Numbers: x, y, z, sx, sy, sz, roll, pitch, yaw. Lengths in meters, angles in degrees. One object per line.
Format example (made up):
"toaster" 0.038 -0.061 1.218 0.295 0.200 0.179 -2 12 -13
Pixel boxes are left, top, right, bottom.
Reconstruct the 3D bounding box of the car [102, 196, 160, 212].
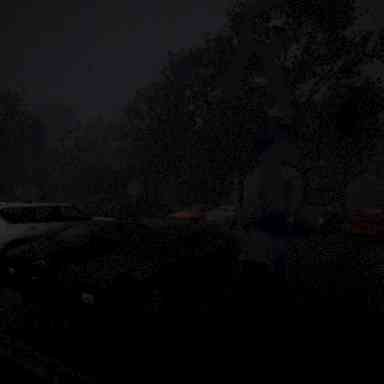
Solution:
"car" -4.074 1.321 27.074 2.435 2.045 5.566 0 0 36

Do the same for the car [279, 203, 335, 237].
"car" 7.034 1.475 19.013 2.185 1.767 4.553 0 0 36

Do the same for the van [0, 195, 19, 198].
"van" -19.708 1.390 38.533 1.878 1.987 4.442 0 0 36

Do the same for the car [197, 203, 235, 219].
"car" 2.631 1.629 22.167 2.002 1.452 4.674 0 0 36

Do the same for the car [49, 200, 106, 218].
"car" -10.899 1.593 32.030 2.163 1.488 4.792 0 0 36

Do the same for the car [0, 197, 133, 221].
"car" -5.044 1.345 11.615 2.435 2.045 5.566 0 0 36

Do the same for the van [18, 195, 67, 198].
"van" -15.344 1.356 35.087 1.878 1.987 4.442 0 0 36

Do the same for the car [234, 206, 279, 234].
"car" 4.858 1.624 20.518 2.163 1.488 4.792 0 0 36

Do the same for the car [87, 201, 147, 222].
"car" -6.349 1.596 28.656 2.163 1.488 4.792 0 0 36

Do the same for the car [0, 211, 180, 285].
"car" -2.812 1.601 9.966 2.097 1.535 5.008 0 0 36

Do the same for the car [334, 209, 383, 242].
"car" 9.255 1.606 17.355 2.097 1.535 5.008 0 0 36

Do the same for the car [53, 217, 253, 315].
"car" -0.586 1.637 8.307 2.163 1.488 4.792 0 0 36

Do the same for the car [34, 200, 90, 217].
"car" -13.035 1.599 33.581 2.163 1.488 4.792 0 0 36

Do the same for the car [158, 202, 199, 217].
"car" 0.282 1.581 23.647 1.946 1.575 5.366 0 0 36
